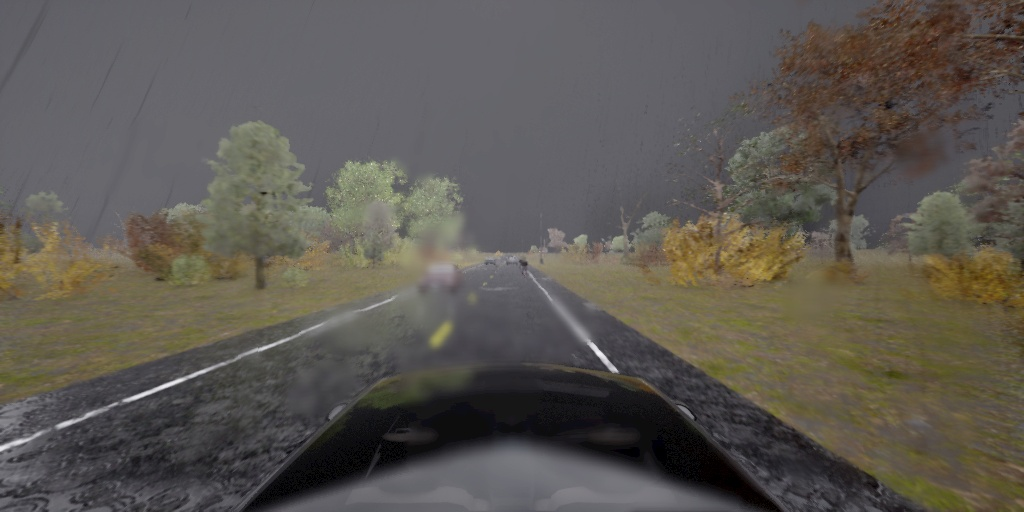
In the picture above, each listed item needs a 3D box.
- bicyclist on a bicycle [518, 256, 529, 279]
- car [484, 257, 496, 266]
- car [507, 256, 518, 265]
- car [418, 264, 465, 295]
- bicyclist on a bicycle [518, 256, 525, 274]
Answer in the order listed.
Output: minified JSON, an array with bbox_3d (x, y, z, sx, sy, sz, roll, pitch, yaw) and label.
[{"bbox_3d":[0.962,0.935,27.123,0.659,1.776,1.843,0,1,0],"label":"bicyclist on a bicycle"},{"bbox_3d":[-3.523,0.871,58.624,2.033,1.411,5.357,0,0,1],"label":"car"},{"bbox_3d":[0.027,0.835,65.332,1.994,1.385,4.181,0,0,1],"label":"car"},{"bbox_3d":[-3.590,1.149,19.077,1.812,1.442,4.674,0,0,0],"label":"car"},{"bbox_3d":[0.962,0.867,36.241,0.659,1.776,1.843,0,1,0],"label":"bicyclist on a bicycle"}]
